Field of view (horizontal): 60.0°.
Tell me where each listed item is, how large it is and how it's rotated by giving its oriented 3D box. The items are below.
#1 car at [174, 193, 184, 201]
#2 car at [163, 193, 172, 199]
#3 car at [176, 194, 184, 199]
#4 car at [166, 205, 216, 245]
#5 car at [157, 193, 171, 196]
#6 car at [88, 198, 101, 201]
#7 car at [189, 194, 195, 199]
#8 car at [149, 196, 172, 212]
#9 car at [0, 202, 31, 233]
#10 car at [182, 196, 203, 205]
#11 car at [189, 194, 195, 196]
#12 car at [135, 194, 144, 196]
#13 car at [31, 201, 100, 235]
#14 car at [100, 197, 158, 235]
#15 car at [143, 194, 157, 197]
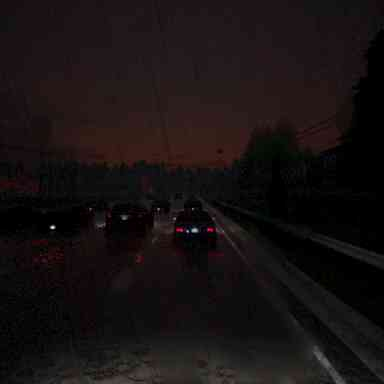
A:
[{"bbox_3d":[-3.478,1.168,84.731,2.150,2.045,5.566,0,0,0],"label":"car"},{"bbox_3d":[-6.975,1.132,95.092,2.097,1.767,4.553,0,0,0],"label":"car"},{"bbox_3d":[-3.475,1.302,95.121,2.128,1.511,4.902,0,0,0],"label":"car"},{"bbox_3d":[0.105,1.538,15.383,2.033,1.411,5.357,0,0,0],"label":"car"},{"bbox_3d":[-6.978,1.482,84.702,2.033,1.411,5.357,0,0,0],"label":"car"},{"bbox_3d":[-10.390,1.483,36.422,1.837,1.490,4.892,0,0,0],"label":"car"},{"bbox_3d":[0.025,1.255,95.120,1.882,1.535,5.008,0,0,0],"label":"car"},{"bbox_3d":[-3.390,1.484,36.405,1.837,1.490,4.892,0,0,0],"label":"car"},{"bbox_3d":[-10.394,1.491,19.484,1.837,1.490,4.892,0,0,0],"label":"car"},{"bbox_3d":[0.110,1.484,36.437,1.837,1.490,4.892,0,0,0],"label":"car"},{"bbox_3d":[0.022,1.298,85.087,2.097,1.767,4.553,0,0,0],"label":"car"},{"bbox_3d":[-13.978,1.496,85.121,1.994,1.385,4.181,0,0,0],"label":"car"},{"bbox_3d":[-6.894,1.492,18.886,1.837,1.490,4.892,0,0,0],"label":"car"},{"bbox_3d":[-3.395,1.341,18.868,2.097,1.767,4.553,0,0,0],"label":"car"},{"bbox_3d":[-10.478,1.443,84.703,1.837,1.490,4.892,0,0,0],"label":"car"}]
